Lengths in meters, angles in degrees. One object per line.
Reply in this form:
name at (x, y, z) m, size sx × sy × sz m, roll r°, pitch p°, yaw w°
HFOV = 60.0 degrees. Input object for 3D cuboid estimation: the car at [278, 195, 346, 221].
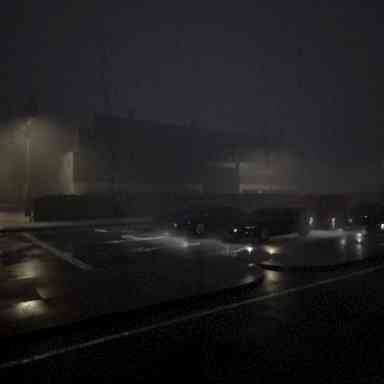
car at (9.160, 1.217, 24.235) m, size 5.566 × 2.045 × 2.150 m, roll 0°, pitch 0°, yaw -35°

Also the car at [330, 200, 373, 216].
car at (16.031, 1.519, 33.257) m, size 4.674 × 1.442 × 1.812 m, roll 0°, pitch 0°, yaw -35°

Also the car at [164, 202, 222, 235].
car at (1.137, 1.502, 18.758) m, size 4.892 × 1.490 × 1.837 m, roll 0°, pitch 0°, yaw -34°

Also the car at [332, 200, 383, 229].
car at (11.714, 1.487, 21.747) m, size 4.902 × 1.511 × 2.128 m, roll 0°, pitch 0°, yaw -35°

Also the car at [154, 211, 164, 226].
car at (-0.141, 1.475, 22.123) m, size 5.008 × 1.535 × 1.882 m, roll 0°, pitch 0°, yaw -34°

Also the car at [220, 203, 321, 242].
car at (3.970, 1.502, 16.464) m, size 4.892 × 1.490 × 1.837 m, roll 0°, pitch 0°, yaw -34°

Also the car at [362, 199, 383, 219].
car at (17.662, 1.471, 30.129) m, size 5.008 × 1.535 × 1.882 m, roll 0°, pitch 0°, yaw -35°
